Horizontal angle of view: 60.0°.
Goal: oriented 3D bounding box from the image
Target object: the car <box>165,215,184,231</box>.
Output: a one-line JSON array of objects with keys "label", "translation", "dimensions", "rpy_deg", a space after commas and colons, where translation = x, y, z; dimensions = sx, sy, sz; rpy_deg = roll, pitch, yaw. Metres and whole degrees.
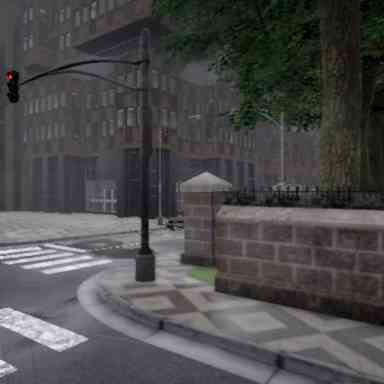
[{"label": "car", "translation": [0.222, 2.004, 22.983], "dimensions": [1.895, 1.301, 4.718], "rpy_deg": [0, -1, 35]}]
